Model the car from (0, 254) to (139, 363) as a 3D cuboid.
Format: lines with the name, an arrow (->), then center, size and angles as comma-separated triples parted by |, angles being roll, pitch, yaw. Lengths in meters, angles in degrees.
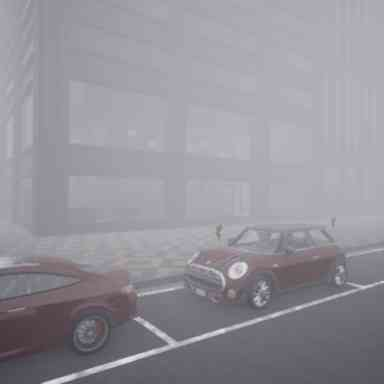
car -> -2.786, 1.585, 4.545 | 4.206, 1.307, 1.802 | 1, 0, -36

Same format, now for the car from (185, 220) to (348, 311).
car -> 1.806, 1.499, 7.821 | 4.097, 1.590, 1.967 | 1, 0, -36
